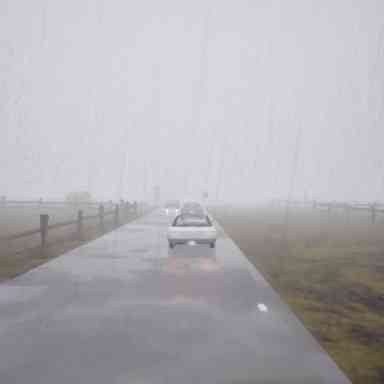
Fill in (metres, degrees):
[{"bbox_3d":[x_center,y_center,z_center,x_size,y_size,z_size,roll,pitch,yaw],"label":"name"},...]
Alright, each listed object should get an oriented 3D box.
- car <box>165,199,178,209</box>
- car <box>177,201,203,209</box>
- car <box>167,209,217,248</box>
[{"bbox_3d":[-2.750,1.680,47.663,1.994,1.385,4.181,0,0,0],"label":"car"},{"bbox_3d":[0.001,1.606,29.658,1.994,1.385,4.181,0,0,0],"label":"car"},{"bbox_3d":[0.001,1.626,14.685,1.895,1.301,4.718,0,0,0],"label":"car"}]
